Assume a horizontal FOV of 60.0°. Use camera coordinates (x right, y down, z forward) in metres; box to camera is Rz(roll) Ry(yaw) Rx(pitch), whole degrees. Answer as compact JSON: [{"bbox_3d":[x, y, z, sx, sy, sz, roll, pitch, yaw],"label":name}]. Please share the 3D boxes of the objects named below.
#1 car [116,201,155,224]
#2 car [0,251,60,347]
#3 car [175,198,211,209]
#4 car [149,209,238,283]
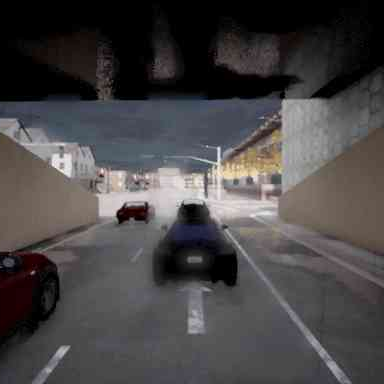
[{"bbox_3d":[-3.434,1.210,21.215,1.895,1.301,4.718,0,1,0],"label":"car"},{"bbox_3d":[-3.433,1.273,4.140,2.097,1.767,4.553,0,1,0],"label":"car"},{"bbox_3d":[0.077,1.145,19.538,1.837,1.490,4.892,0,1,0],"label":"car"},{"bbox_3d":[0.073,1.393,9.172,1.994,1.385,4.181,0,1,0],"label":"car"}]
